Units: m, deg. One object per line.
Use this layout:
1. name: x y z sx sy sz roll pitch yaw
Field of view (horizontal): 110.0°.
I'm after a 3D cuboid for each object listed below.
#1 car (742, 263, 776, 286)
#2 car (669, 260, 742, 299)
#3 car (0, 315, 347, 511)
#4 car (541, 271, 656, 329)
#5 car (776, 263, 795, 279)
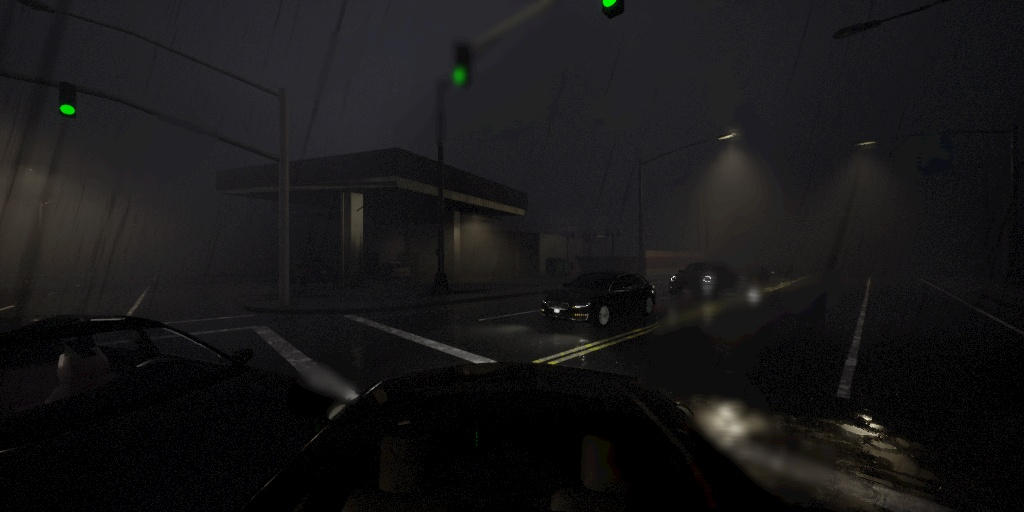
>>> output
1. car: 16.792 1.314 25.241 1.994 1.385 4.181 0 0 44
2. car: 9.825 1.102 18.370 4.553 1.767 2.097 0 0 -45
3. car: -3.406 1.242 2.582 4.902 1.511 2.128 0 0 15
4. car: 2.947 1.255 11.564 4.892 1.490 1.837 0 0 -45
5. car: 23.965 1.314 32.253 4.181 1.385 1.994 0 0 -44
